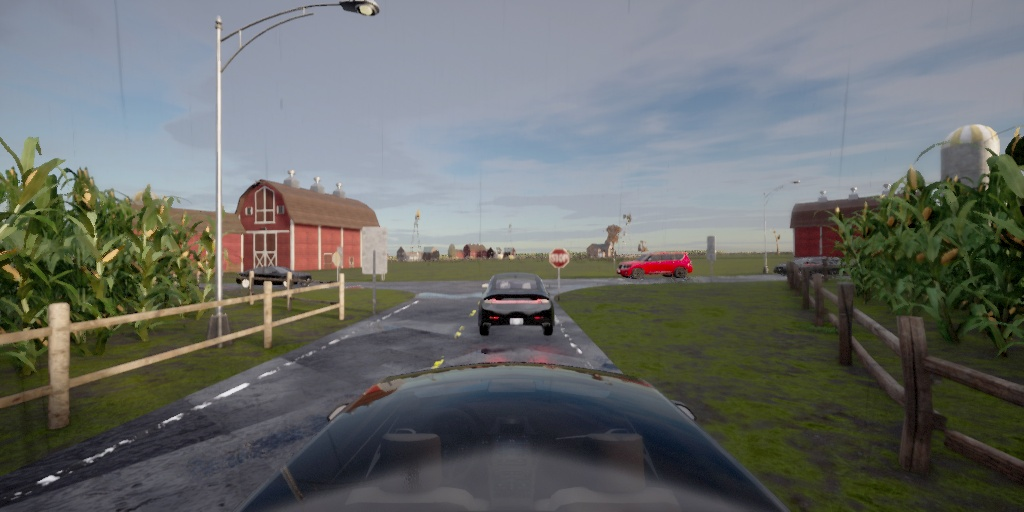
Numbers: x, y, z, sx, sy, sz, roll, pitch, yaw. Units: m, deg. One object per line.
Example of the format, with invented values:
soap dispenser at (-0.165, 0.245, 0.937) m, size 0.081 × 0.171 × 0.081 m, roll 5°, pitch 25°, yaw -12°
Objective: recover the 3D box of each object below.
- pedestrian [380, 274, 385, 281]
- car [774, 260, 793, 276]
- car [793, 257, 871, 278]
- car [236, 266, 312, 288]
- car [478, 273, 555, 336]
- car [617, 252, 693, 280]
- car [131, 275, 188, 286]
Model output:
pedestrian at (-11.179, 1.221, 30.988) m, size 0.375 × 1.860 × 0.375 m, roll 0°, pitch 0°, yaw 4°
car at (23.727, 0.828, 28.842) m, size 4.892 × 1.490 × 1.837 m, roll -1°, pitch 0°, yaw -7°
car at (23.653, 0.796, 25.859) m, size 4.902 × 1.511 × 2.128 m, roll -1°, pitch 0°, yaw -6°
car at (-16.865, 1.456, 25.556) m, size 5.008 × 1.535 × 1.882 m, roll -1°, pitch -1°, yaw 5°
car at (0.106, 1.237, 10.383) m, size 2.128 × 1.511 × 4.902 m, roll 0°, pitch 0°, yaw 0°
car at (11.044, 0.760, 27.854) m, size 5.566 × 2.045 × 2.150 m, roll -1°, pitch 0°, yaw -3°
car at (-27.098, 1.696, 26.722) m, size 5.357 × 1.411 × 2.033 m, roll -1°, pitch -1°, yaw 8°
